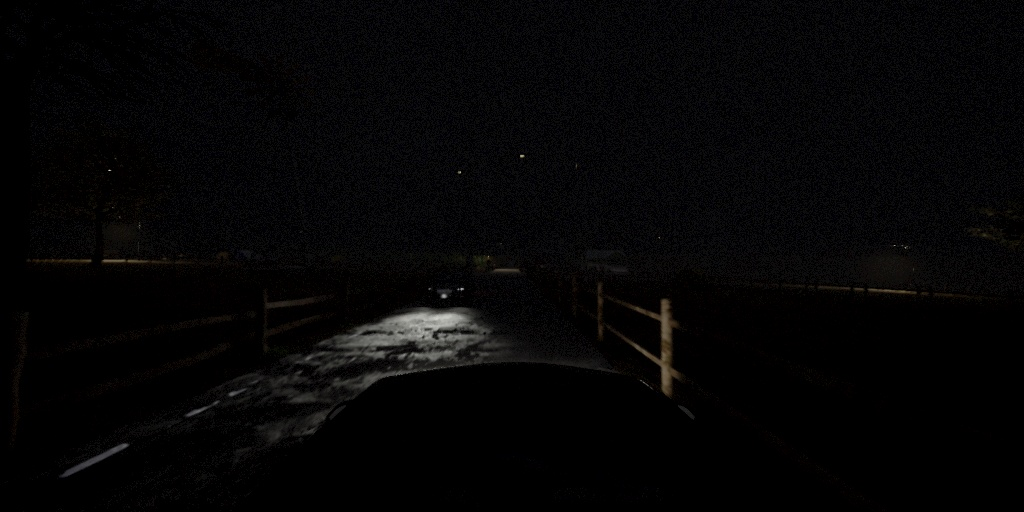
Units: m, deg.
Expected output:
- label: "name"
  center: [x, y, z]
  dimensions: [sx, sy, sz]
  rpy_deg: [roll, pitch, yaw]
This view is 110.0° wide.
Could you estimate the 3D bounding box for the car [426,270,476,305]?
- label: "car"
  center: [-2.842, 1.441, 17.479]
  dimensions: [2.128, 1.511, 4.902]
  rpy_deg: [0, -1, 0]
